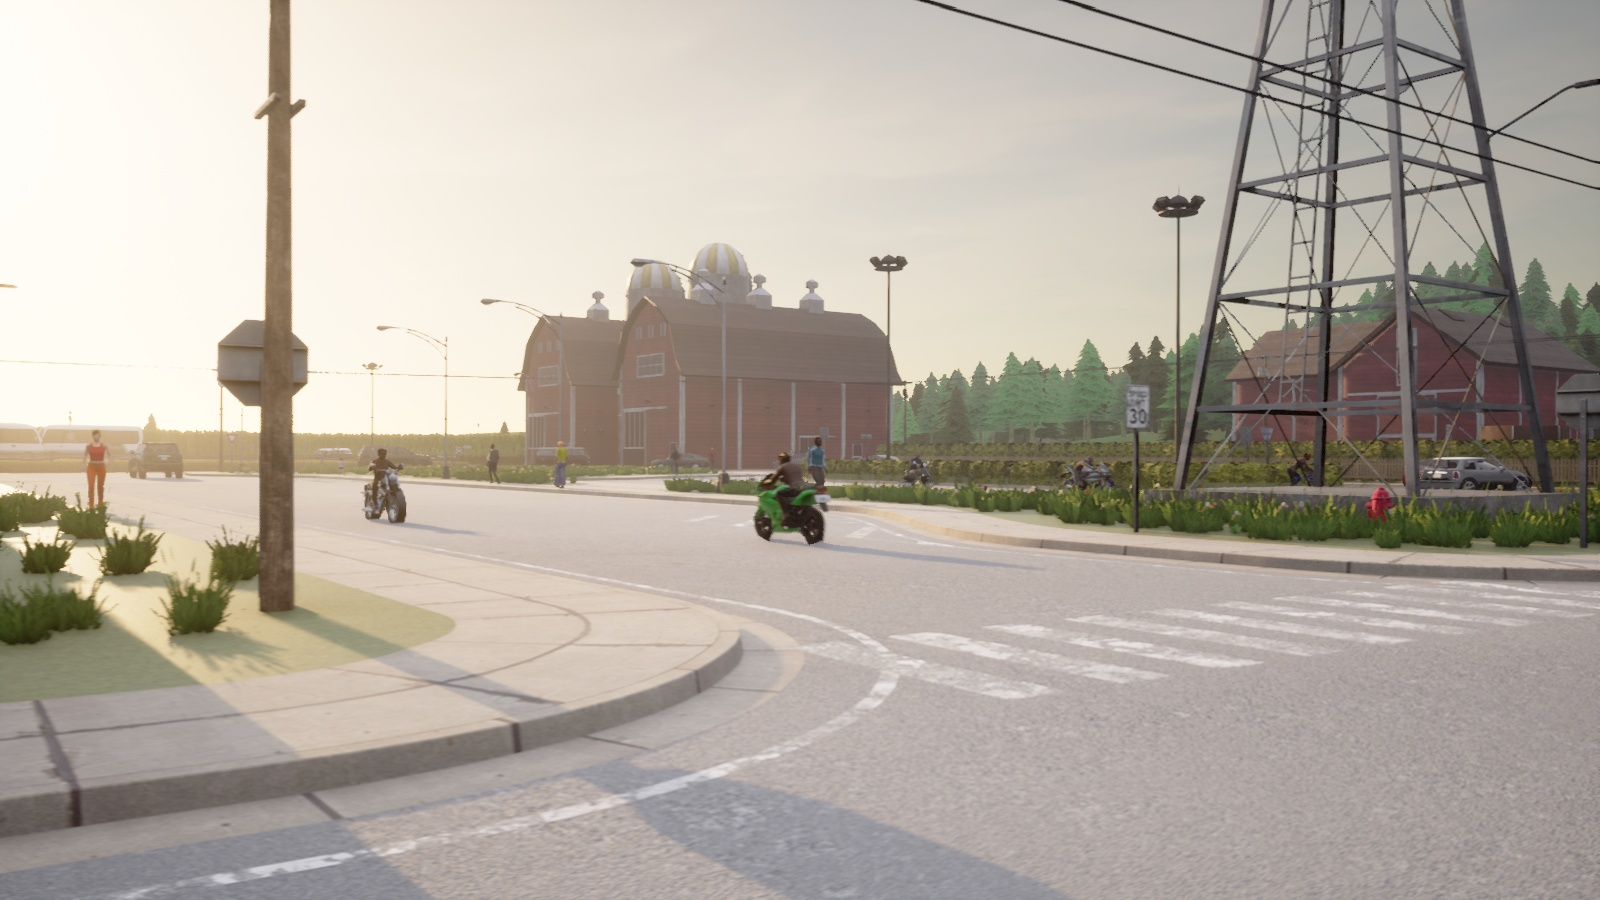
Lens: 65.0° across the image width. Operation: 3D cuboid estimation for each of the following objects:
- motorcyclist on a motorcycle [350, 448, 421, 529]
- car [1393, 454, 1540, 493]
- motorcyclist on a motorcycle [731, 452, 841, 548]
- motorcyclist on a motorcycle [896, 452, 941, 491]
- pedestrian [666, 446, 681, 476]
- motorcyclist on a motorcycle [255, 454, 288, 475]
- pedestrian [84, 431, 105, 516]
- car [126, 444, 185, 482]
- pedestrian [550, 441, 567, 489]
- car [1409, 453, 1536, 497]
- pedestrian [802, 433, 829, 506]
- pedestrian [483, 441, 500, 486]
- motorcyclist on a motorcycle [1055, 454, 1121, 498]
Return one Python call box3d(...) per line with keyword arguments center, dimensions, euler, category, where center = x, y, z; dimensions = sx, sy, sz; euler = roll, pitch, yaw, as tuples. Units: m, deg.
box3d(center=(-8.902, 0.793, 26.916), dimensions=(0.766, 1.649, 2.350), euler=(0, 0, -36), category="motorcyclist on a motorcycle")
box3d(center=(26.889, 0.898, 50.816), dimensions=(2.163, 1.488, 4.792), euler=(0, 0, -35), category="car")
box3d(center=(-0.266, 0.798, 20.955), dimensions=(0.797, 1.523, 2.044), euler=(0, 0, -36), category="motorcyclist on a motorcycle")
box3d(center=(4.890, 0.872, 52.045), dimensions=(0.866, 1.590, 1.817), euler=(0, 0, -35), category="motorcyclist on a motorcycle")
box3d(center=(-7.829, 0.671, 77.870), dimensions=(0.563, 1.883, 0.849), euler=(0, 0, 25), category="pedestrian")
box3d(center=(-38.467, 1.067, 91.432), dimensions=(2.044, 1.523, 0.797), euler=(0, 0, -35), category="motorcyclist on a motorcycle")
box3d(center=(-15.280, 0.503, 27.201), dimensions=(0.345, 1.836, 0.594), euler=(0, 0, -24), category="pedestrian")
box3d(center=(-36.524, 0.733, 71.115), dimensions=(2.150, 2.045, 5.566), euler=(0, 0, -36), category="car")
box3d(center=(-9.162, 0.568, 47.643), dimensions=(0.354, 1.836, 0.706), euler=(0, 0, -41), category="pedestrian")
box3d(center=(23.211, 0.841, 43.335), dimensions=(3.806, 1.475, 1.970), euler=(0, 0, -25), category="car")
box3d(center=(0.426, 0.515, 33.740), dimensions=(0.396, 1.930, 0.692), euler=(0, 0, -35), category="pedestrian")
box3d(center=(-13.411, 0.596, 54.643), dimensions=(0.423, 1.949, 0.788), euler=(0, 0, -39), category="pedestrian")
box3d(center=(10.295, 0.925, 44.899), dimensions=(0.866, 1.530, 2.191), euler=(0, 0, -43), category="motorcyclist on a motorcycle")
